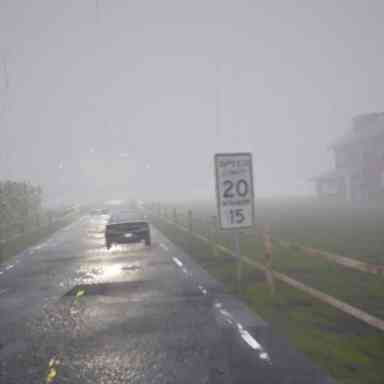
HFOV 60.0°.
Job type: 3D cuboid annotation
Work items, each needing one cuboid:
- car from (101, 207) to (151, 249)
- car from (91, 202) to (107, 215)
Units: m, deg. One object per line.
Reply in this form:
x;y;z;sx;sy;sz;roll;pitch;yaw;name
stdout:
-3.084;1.609;15.782;1.882;1.535;5.008;-3;0;-12;car
-11.814;2.078;42.436;1.812;1.442;4.674;-3;0;-13;car
